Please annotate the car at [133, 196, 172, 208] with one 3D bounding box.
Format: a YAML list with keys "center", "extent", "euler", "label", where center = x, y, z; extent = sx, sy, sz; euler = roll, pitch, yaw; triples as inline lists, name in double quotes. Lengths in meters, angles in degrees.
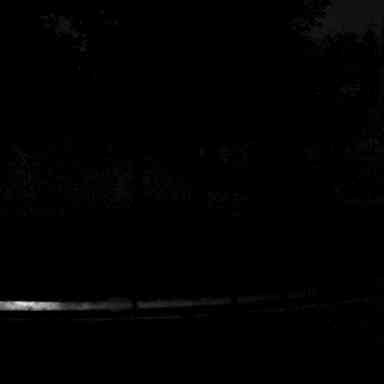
- center: [-5.071, 1.285, 42.469]
  extent: [4.892, 1.490, 1.837]
  euler: [0, -1, -6]
  label: "car"
